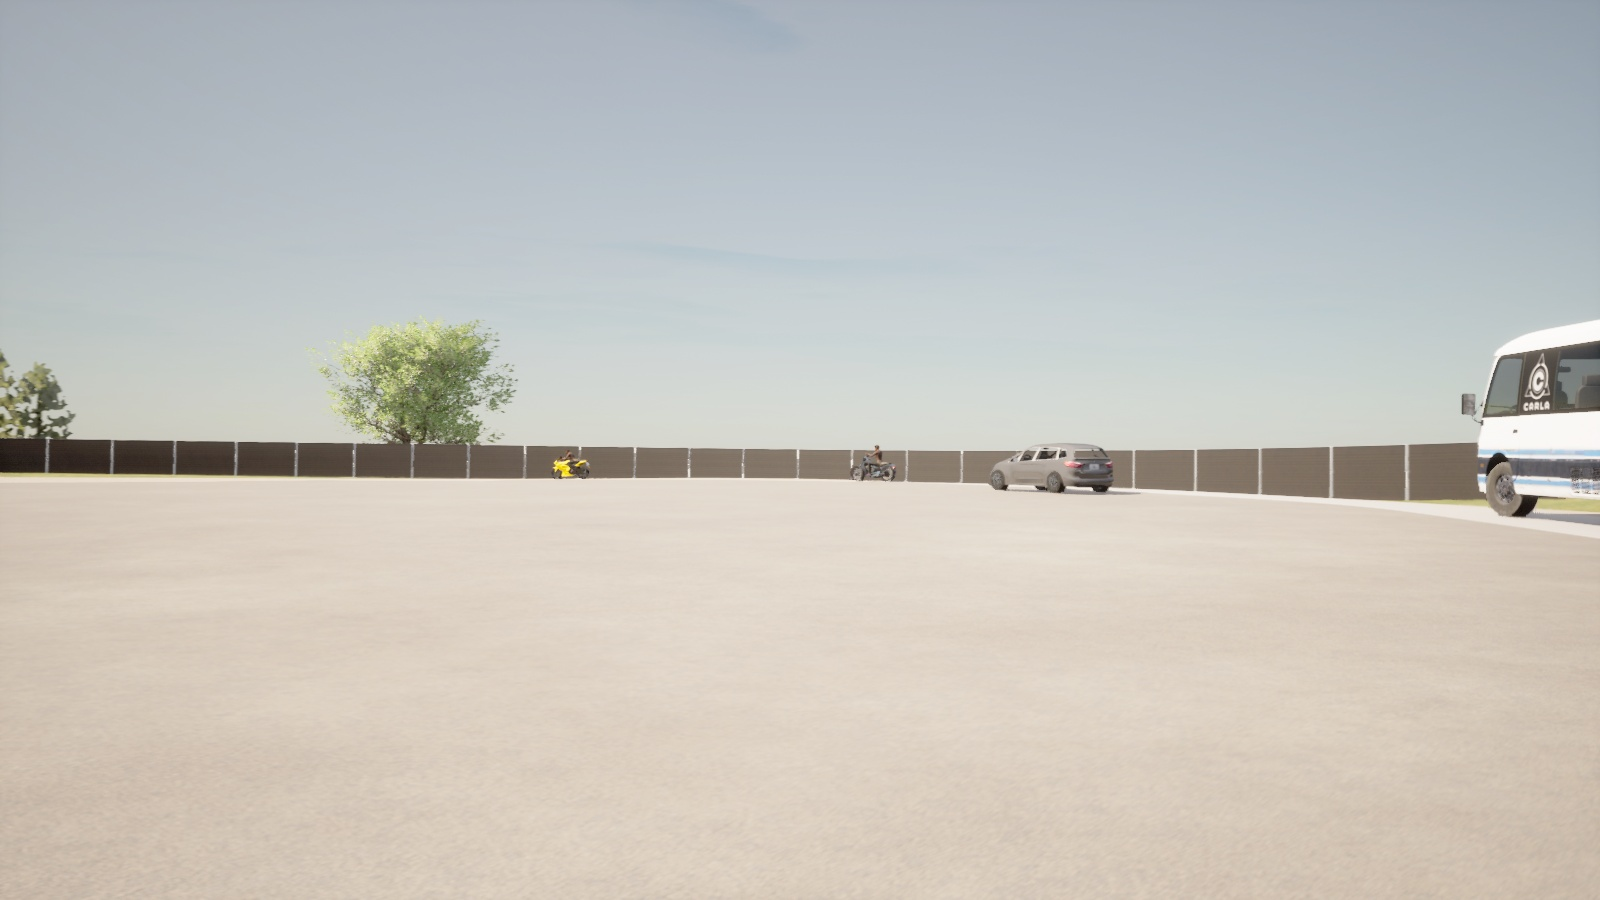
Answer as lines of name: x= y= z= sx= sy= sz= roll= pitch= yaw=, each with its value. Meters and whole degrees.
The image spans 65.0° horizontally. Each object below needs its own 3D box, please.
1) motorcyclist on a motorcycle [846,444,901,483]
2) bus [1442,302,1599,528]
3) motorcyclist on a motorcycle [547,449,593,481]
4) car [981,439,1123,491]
motorcyclist on a motorcycle: x=3.145 y=0.566 z=54.036 sx=2.350 sy=1.649 sz=0.766 roll=0 pitch=-1 yaw=40
bus: x=17.211 y=-0.654 z=25.461 sx=3.944 sy=4.253 sz=10.273 roll=0 pitch=0 yaw=5
motorcyclist on a motorcycle: x=-11.198 y=0.743 z=61.180 sx=2.044 sy=1.523 sz=0.797 roll=-1 pitch=-1 yaw=15
car: x=8.496 y=0.493 z=42.749 sx=2.242 sy=1.667 sz=4.611 roll=0 pitch=0 yaw=-29
